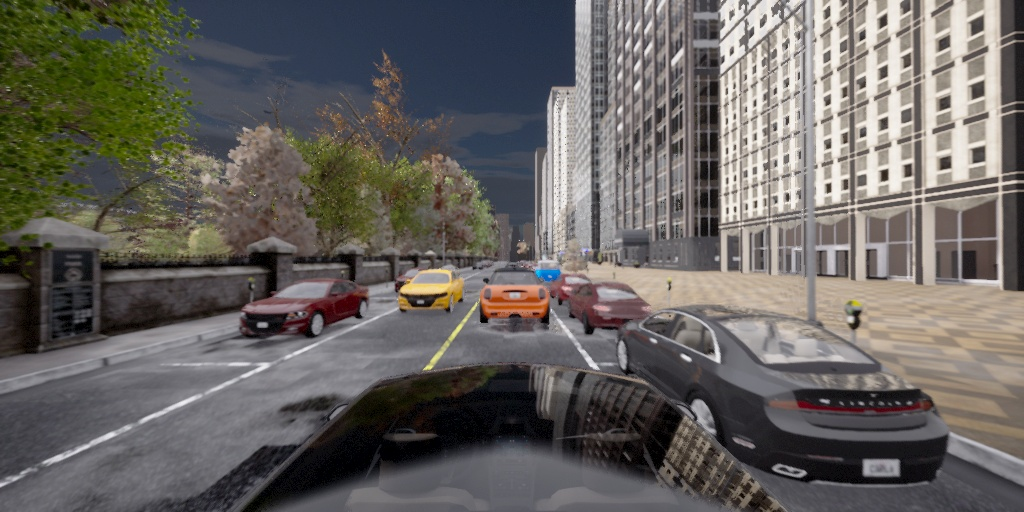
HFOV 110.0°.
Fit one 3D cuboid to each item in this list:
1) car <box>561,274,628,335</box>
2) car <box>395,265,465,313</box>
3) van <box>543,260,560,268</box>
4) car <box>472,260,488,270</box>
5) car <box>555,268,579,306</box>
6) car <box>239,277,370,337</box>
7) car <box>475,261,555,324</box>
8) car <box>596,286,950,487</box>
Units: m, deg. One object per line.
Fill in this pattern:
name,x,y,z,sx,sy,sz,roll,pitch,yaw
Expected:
car,2.688,1.380,10.423,1.802,1.307,4.207,0,0,0
car,-3.100,1.299,14.652,1.882,1.535,5.008,0,0,0
van,2.687,1.237,27.319,1.690,1.789,3.998,0,0,0
car,-5.696,1.678,61.110,1.948,1.339,4.313,0,0,0
car,2.688,1.412,16.055,1.802,1.307,4.207,0,0,0
car,-5.692,1.342,10.422,1.888,1.381,4.507,0,0,0
car,0.059,1.161,12.384,2.097,1.767,4.553,0,0,-1
car,2.689,1.317,4.790,2.007,1.370,4.403,0,0,0
